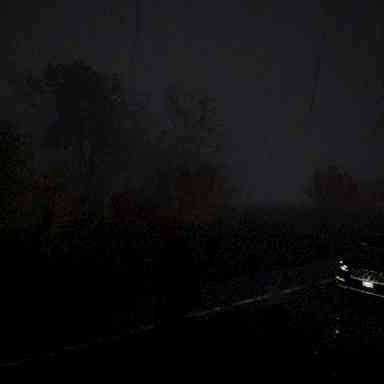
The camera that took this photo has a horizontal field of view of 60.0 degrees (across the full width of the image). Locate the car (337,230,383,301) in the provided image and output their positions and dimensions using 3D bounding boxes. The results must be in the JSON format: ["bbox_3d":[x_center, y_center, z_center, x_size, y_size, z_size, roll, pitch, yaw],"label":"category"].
[{"bbox_3d":[5.330,1.498,7.687,4.892,1.490,1.837,0,0,-35],"label":"car"}]
